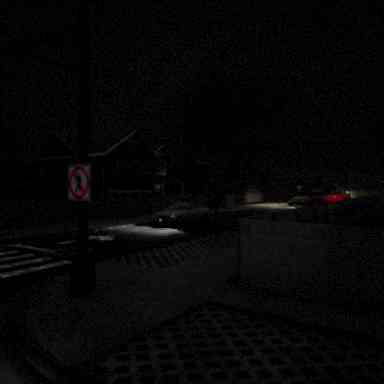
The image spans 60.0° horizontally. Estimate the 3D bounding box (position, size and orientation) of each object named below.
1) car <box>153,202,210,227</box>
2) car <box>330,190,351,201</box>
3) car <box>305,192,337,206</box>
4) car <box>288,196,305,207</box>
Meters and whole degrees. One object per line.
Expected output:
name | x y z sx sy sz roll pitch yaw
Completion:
car | -0.555 1.377 21.653 1.812 1.442 4.674 0 1 34
car | 21.660 0.790 48.862 2.150 2.045 5.566 0 1 38
car | 15.817 1.134 40.696 1.882 1.535 5.008 0 1 35
car | 14.300 1.182 43.493 2.033 1.411 5.357 0 1 36
